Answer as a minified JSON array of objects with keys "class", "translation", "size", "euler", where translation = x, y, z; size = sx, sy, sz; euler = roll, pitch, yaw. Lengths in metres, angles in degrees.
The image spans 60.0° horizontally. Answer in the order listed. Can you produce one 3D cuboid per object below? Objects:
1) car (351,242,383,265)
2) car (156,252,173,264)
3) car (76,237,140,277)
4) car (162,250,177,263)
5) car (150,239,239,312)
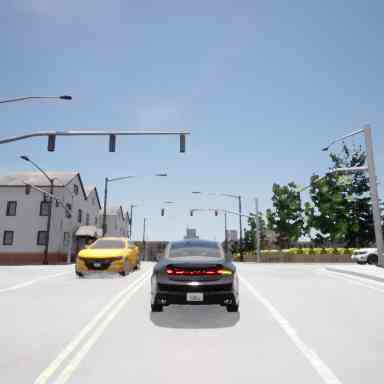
[{"class":"car","translation":[16.846,5.316,28.807],"size":[5.566,2.045,2.150],"euler":[0,-12,1]},{"class":"car","translation":[-3.642,8.890,44.540],"size":[1.812,1.442,4.674],"euler":[0,-12,0]},{"class":"car","translation":[-3.467,2.728,14.547],"size":[1.882,1.535,5.008],"euler":[1,-8,-1]},{"class":"car","translation":[-3.648,10.736,54.960],"size":[2.150,2.045,5.566],"euler":[0,-12,0]},{"class":"car","translation":[0.061,1.986,8.595],"size":[1.837,1.490,4.892],"euler":[0,-7,0]}]
